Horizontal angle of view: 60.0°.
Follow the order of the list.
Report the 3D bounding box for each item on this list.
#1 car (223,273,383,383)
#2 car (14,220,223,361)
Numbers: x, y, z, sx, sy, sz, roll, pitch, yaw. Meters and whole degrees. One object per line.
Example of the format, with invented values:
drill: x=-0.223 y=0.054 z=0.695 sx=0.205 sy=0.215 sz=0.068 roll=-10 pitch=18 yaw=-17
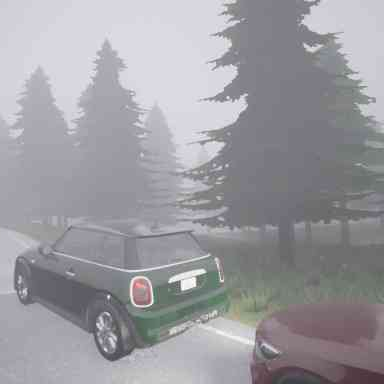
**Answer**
car: x=2.748 y=1.531 z=2.596 sx=4.674 sy=1.442 sz=1.812 roll=1 pitch=0 yaw=36
car: x=-1.577 y=1.308 z=6.221 sx=4.553 sy=1.767 sz=2.097 roll=1 pitch=1 yaw=44
